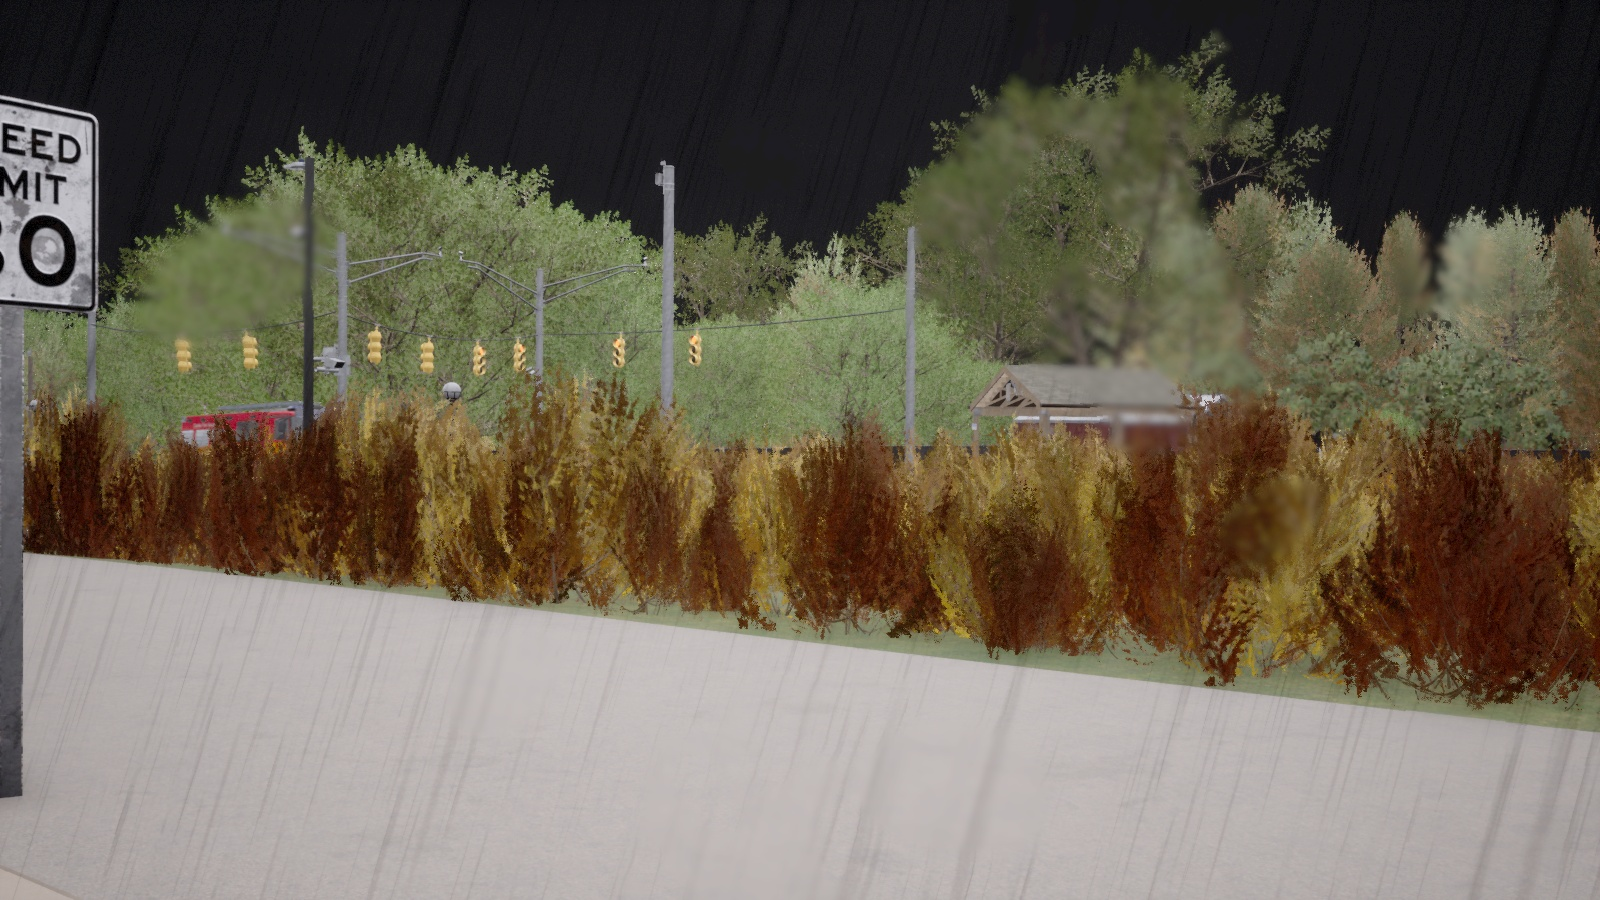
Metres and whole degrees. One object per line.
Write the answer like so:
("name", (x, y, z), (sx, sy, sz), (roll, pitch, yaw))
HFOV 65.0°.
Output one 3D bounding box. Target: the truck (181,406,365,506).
("truck", (-22.003, 0.336, 52.224), (8.468, 3.827, 2.891), (-2, -1, 35))
